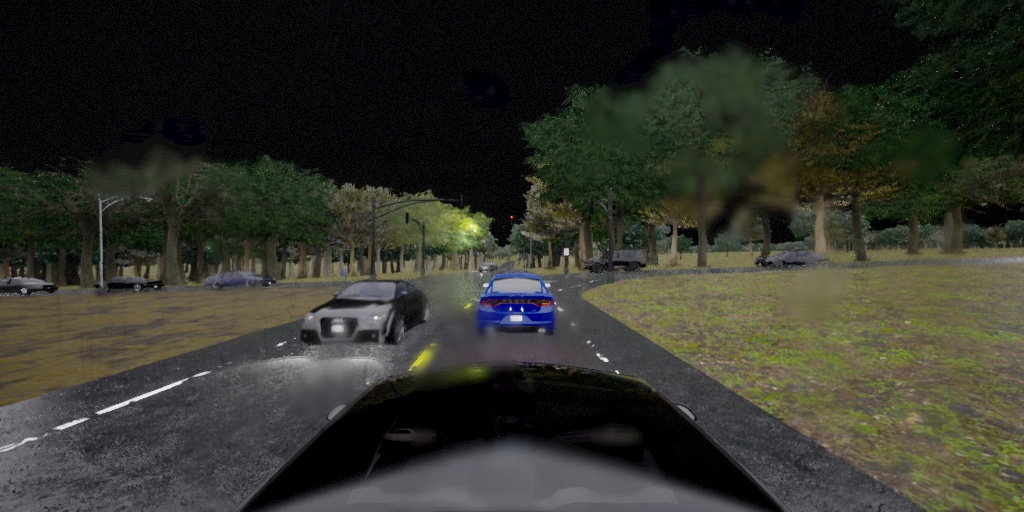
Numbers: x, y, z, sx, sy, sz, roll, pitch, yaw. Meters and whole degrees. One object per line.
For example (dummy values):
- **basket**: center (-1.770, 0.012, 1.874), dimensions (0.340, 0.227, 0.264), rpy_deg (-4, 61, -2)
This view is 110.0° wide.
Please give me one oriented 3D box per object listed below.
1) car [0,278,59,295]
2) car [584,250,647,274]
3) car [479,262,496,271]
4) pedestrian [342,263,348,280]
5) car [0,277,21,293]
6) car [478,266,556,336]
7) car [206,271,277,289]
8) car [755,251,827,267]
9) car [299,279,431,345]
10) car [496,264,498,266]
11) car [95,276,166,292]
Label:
- **car**: center (-43.516, 2.662, 31.963), dimensions (4.892, 1.490, 1.837), rpy_deg (-2, -1, 3)
- **car**: center (9.529, 0.557, 33.273), dimensions (5.566, 2.045, 2.150), rpy_deg (-2, -1, 2)
- **car**: center (-3.875, 1.662, 53.535), dimensions (2.128, 1.511, 4.902), rpy_deg (0, -1, -1)
- **pedestrian**: center (-17.867, 1.669, 38.375), dimensions (0.375, 1.860, 0.375), rpy_deg (0, 1, 3)
- **car**: center (-53.081, 2.967, 36.098), dimensions (5.008, 1.535, 1.882), rpy_deg (-2, -1, 2)
- **car**: center (0.139, 1.230, 10.418), dimensions (1.882, 1.535, 5.008), rpy_deg (0, 0, 1)
- **car**: center (-23.430, 2.038, 31.048), dimensions (5.357, 1.411, 2.033), rpy_deg (-2, -1, 6)
- **car**: center (25.264, 0.259, 32.589), dimensions (5.357, 1.411, 2.033), rpy_deg (-2, -1, 2)
- **car**: center (-3.498, 1.316, 9.331), dimensions (1.994, 1.385, 4.181), rpy_deg (0, 0, 1)
- **car**: center (-4.003, 1.827, 62.921), dimensions (2.128, 1.511, 4.902), rpy_deg (0, -1, -1)
- **car**: center (-33.352, 2.429, 31.480), dimensions (4.718, 1.301, 1.895), rpy_deg (-2, -1, 3)
